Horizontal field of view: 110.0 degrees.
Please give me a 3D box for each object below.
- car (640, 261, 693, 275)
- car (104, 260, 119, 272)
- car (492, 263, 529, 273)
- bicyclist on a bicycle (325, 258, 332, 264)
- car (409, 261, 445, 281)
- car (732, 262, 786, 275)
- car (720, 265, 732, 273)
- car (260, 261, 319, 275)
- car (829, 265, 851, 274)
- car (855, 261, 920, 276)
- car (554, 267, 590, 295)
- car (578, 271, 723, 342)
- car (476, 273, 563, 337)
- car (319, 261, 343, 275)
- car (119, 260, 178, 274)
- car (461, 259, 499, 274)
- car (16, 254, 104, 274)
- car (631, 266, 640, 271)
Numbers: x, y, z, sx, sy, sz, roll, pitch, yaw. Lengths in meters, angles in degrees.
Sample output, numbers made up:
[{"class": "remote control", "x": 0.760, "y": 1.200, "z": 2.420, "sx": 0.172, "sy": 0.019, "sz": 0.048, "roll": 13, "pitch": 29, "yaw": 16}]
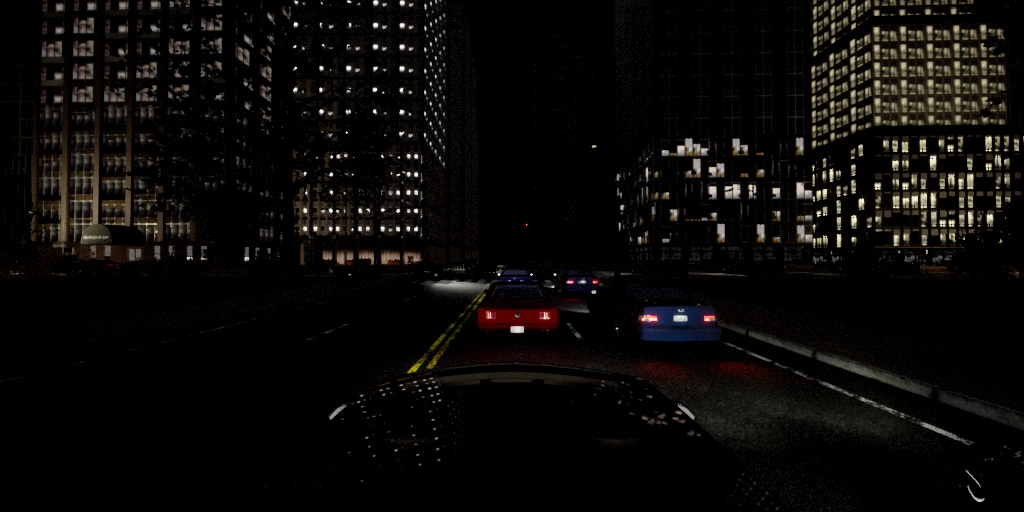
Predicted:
[{"class": "car", "x": 17.212, "y": 1.288, "z": 39.412, "sx": 4.902, "sy": 1.511, "sz": 2.128, "roll": 0, "pitch": -1, "yaw": 2}, {"class": "car", "x": -49.017, "y": 1.209, "z": 42.141, "sx": 4.892, "sy": 1.490, "sz": 1.837, "roll": 0, "pitch": -1, "yaw": 3}, {"class": "car", "x": 0.183, "y": 1.299, "z": 19.804, "sx": 2.033, "sy": 1.411, "sz": 5.357, "roll": 0, "pitch": 0, "yaw": 0}, {"class": "bicyclist on a bicycle", "x": -24.937, "y": 1.148, "z": 48.779, "sx": 0.582, "sy": 1.620, "sz": 1.656, "roll": 0, "pitch": -1, "yaw": 2}, {"class": "car", "x": -7.190, "y": 1.216, "z": 30.017, "sx": 2.128, "sy": 1.511, "sz": 4.902, "roll": 0, "pitch": 0, "yaw": -32}, {"class": "car", "x": 27.176, "y": 1.334, "z": 39.086, "sx": 4.674, "sy": 1.442, "sz": 1.812, "roll": 0, "pitch": -1, "yaw": 2}, {"class": "car", "x": 27.048, "y": 1.419, "z": 42.352, "sx": 4.181, "sy": 1.385, "sz": 1.994, "roll": 0, "pitch": -1, "yaw": 2}, {"class": "car", "x": -21.634, "y": 1.175, "z": 34.546, "sx": 4.674, "sy": 1.442, "sz": 1.812, "roll": 0, "pitch": -1, "yaw": 2}, {"class": "car", "x": 39.862, "y": 1.396, "z": 41.932, "sx": 4.674, "sy": 1.442, "sz": 1.812, "roll": -1, "pitch": -1, "yaw": 2}, {"class": "car", "x": 40.671, "y": 1.302, "z": 38.652, "sx": 5.008, "sy": 1.535, "sz": 1.882, "roll": -1, "pitch": -1, "yaw": 2}, {"class": "car", "x": 3.433, "y": 1.298, "z": 19.764, "sx": 2.033, "sy": 1.411, "sz": 5.357, "roll": 0, "pitch": 0, "yaw": 0}, {"class": "car", "x": 3.383, "y": 1.299, "z": 9.694, "sx": 2.033, "sy": 1.411, "sz": 5.357, "roll": 0, "pitch": 0, "yaw": 0}, {"class": "car", "x": 0.136, "y": 1.352, "z": 10.227, "sx": 1.895, "sy": 1.301, "sz": 4.718, "roll": 0, "pitch": 0, "yaw": 0}, {"class": "car", "x": -19.812, "y": 1.261, "z": 37.733, "sx": 4.181, "sy": 1.385, "sz": 1.994, "roll": 0, "pitch": -1, "yaw": 2}, {"class": "car", "x": -38.356, "y": 1.150, "z": 38.386, "sx": 5.008, "sy": 1.535, "sz": 1.882, "roll": 0, "pitch": -1, "yaw": 2}, {"class": "car", "x": -3.534, "y": 1.363, "z": 42.424, "sx": 1.994, "sy": 1.385, "sz": 4.181, "roll": 0, "pitch": -1, "yaw": 44}, {"class": "car", "x": -44.476, "y": 0.837, "z": 35.363, "sx": 5.566, "sy": 2.045, "sz": 2.150, "roll": 0, "pitch": -1, "yaw": 2}, {"class": "car", "x": 17.037, "y": 1.390, "z": 42.669, "sx": 5.357, "sy": 1.411, "sz": 2.033, "roll": 0, "pitch": -1, "yaw": 2}]
